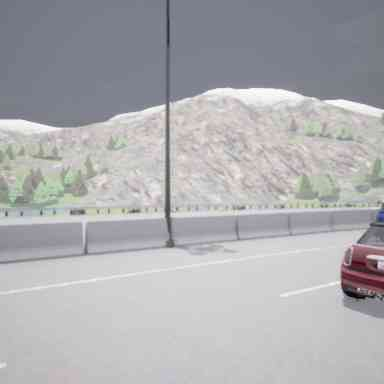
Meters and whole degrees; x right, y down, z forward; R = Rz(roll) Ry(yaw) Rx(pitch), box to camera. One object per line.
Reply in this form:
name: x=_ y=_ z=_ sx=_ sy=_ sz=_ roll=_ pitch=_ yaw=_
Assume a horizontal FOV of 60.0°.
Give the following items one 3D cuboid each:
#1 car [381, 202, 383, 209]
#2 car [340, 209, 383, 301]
car: x=10.001 y=1.220 z=13.747 sx=5.566 sy=2.045 sz=2.150 roll=0 pitch=0 yaw=-28
car: x=5.291 y=1.350 z=7.028 sx=4.553 sy=1.767 sz=2.097 roll=0 pitch=0 yaw=-31
